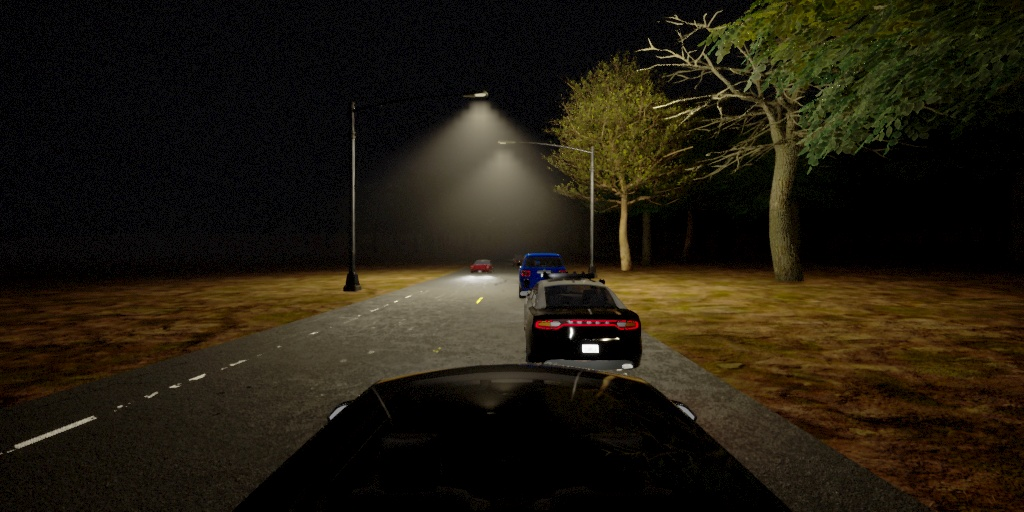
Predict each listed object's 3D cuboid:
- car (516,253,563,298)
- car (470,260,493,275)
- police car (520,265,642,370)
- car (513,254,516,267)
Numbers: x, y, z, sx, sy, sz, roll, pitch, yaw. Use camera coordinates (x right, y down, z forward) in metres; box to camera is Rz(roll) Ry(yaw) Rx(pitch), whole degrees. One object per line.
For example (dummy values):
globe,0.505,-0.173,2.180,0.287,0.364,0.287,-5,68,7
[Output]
car,1.425,0.889,17.800,2.150,2.045,5.566,0,1,1
car,-2.871,1.071,34.686,1.895,1.301,4.718,0,1,1
police car,1.215,1.159,7.887,1.930,1.638,5.238,0,0,1
car,1.069,0.677,49.636,2.033,1.411,5.357,0,2,2
